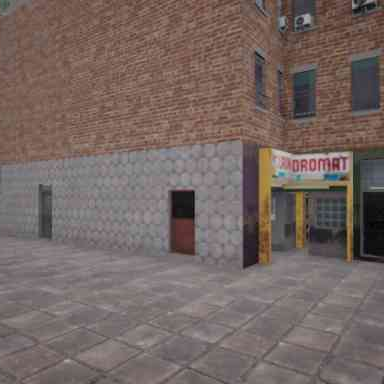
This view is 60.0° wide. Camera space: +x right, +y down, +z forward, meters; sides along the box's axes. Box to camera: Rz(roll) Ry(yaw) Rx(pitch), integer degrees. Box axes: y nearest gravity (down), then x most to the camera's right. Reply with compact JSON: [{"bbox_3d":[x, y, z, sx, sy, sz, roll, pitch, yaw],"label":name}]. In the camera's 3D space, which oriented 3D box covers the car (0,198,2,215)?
[{"bbox_3d":[-18.444,1.335,30.373,2.097,1.767,4.553,0,0,36],"label":"car"}]
